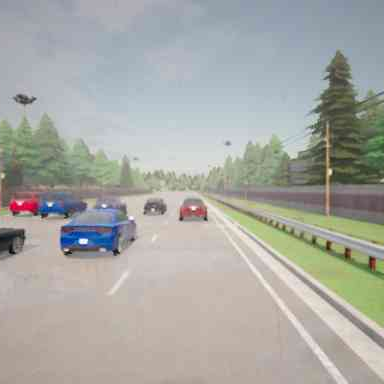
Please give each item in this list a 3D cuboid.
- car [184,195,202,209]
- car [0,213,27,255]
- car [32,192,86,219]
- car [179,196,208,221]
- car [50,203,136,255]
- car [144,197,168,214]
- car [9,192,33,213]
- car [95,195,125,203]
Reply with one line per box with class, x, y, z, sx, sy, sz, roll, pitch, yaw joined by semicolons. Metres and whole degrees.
car;0.108;1.206;40.340;2.128;1.511;4.902;0;1;0
car;-6.898;1.529;9.912;1.895;1.301;4.718;0;0;0
car;-10.452;1.029;27.227;2.150;2.045;5.566;0;1;1
car;0.105;1.169;25.686;2.097;1.767;4.553;0;0;0
car;-3.397;1.385;12.881;1.882;1.535;5.008;0;0;0
car;-3.421;1.282;31.603;1.837;1.490;4.892;0;1;0
car;-13.933;1.012;29.621;2.150;2.045;5.566;0;1;0
car;-6.943;1.149;28.476;2.097;1.767;4.553;0;0;0
